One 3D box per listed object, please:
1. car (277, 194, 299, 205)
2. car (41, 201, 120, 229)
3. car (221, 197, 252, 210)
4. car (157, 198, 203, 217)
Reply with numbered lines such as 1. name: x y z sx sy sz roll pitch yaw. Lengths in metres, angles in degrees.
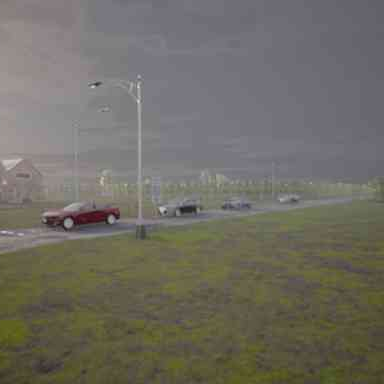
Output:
1. car: 14.115 1.029 48.694 2.128 1.511 4.902 0 0 37
2. car: -6.730 1.325 20.557 1.882 1.535 5.008 0 0 36
3. car: 4.943 1.236 36.377 1.994 1.385 4.181 0 0 37
4. car: -0.941 1.252 28.411 2.128 1.511 4.902 0 0 36
